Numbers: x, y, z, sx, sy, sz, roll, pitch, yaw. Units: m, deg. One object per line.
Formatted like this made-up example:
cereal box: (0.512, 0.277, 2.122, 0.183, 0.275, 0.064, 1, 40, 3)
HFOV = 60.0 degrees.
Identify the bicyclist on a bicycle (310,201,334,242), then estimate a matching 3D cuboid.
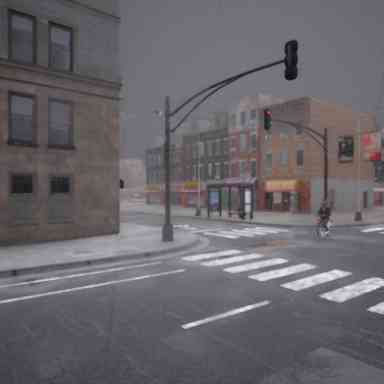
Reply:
bicyclist on a bicycle: (5.757, 1.281, 14.716, 1.843, 1.776, 0.659, 0, 0, -37)
